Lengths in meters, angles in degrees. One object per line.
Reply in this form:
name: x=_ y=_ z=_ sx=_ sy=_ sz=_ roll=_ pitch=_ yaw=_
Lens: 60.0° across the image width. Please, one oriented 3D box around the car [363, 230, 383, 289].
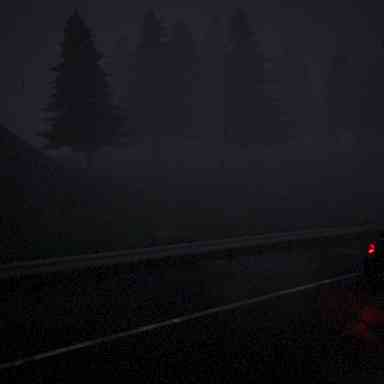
car: x=6.119 y=1.332 z=7.862 sx=4.553 sy=1.767 sz=2.097 roll=0 pitch=0 yaw=-34
